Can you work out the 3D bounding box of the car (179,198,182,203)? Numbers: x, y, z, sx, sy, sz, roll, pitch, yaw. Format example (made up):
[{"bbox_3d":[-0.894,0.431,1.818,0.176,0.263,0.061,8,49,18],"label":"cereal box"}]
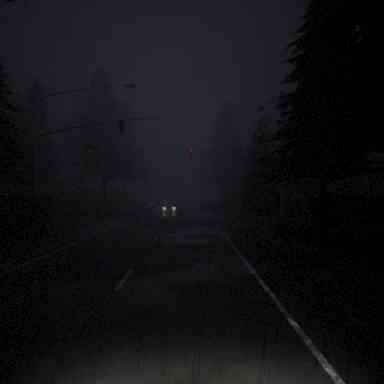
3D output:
[{"bbox_3d":[-4.014,1.741,74.561,1.994,1.385,4.181,0,0,-39],"label":"car"}]

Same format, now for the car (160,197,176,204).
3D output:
[{"bbox_3d":[-5.083,1.771,69.568,1.895,1.301,4.718,0,0,-24],"label":"car"}]

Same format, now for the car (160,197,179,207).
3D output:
[{"bbox_3d":[-3.570,1.642,53.706,1.837,1.490,4.892,0,0,0],"label":"car"}]
